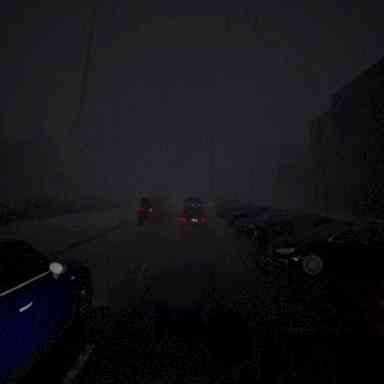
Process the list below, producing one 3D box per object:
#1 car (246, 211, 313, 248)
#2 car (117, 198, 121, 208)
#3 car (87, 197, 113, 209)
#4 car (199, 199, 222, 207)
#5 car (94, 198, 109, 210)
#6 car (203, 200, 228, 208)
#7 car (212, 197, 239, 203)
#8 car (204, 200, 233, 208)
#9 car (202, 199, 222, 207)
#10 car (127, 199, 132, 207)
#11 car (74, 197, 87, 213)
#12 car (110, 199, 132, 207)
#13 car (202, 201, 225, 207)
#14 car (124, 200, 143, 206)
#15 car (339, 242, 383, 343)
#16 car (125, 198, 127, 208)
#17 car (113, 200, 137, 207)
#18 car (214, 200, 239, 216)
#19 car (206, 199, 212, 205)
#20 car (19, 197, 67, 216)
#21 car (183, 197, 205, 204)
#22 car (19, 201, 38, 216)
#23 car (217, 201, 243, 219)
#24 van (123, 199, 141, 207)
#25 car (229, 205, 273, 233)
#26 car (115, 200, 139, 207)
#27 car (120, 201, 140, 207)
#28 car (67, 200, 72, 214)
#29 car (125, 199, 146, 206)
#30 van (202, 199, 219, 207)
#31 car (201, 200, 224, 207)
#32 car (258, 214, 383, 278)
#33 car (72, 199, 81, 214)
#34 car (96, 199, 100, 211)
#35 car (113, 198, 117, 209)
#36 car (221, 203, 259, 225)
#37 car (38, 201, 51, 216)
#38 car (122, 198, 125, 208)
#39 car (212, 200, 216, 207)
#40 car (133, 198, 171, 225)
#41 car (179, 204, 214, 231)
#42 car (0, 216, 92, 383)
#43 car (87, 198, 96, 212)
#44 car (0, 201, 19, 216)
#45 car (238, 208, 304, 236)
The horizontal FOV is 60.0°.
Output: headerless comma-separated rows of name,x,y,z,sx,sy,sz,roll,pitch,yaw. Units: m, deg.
car,4.739,1.611,12.600,4.792,1.488,2.163,0,-1,0
car,-15.716,1.906,57.259,5.566,2.045,2.435,0,-1,0
car,-15.705,1.790,51.750,5.566,2.045,2.435,0,-1,0
car,4.677,2.707,84.710,5.566,2.045,2.435,0,-2,0
car,-15.543,1.988,48.994,5.366,1.575,1.946,0,-1,0
car,4.713,2.446,68.029,5.008,1.535,2.097,0,-2,0
car,4.681,1.680,34.825,4.553,1.767,2.185,0,-1,0
car,4.893,2.276,62.475,5.366,1.575,1.946,0,-2,0
car,4.739,2.671,79.269,4.553,1.767,2.185,0,-2,0
car,-15.794,2.213,68.278,5.566,2.045,2.435,0,-2,0
car,-15.743,1.753,40.726,4.553,1.767,2.185,0,-1,0
car,-15.745,2.509,73.787,4.553,1.767,2.185,0,-2,0
car,4.737,2.654,73.708,4.792,1.488,2.163,0,-2,0
car,-15.840,2.997,90.328,4.553,1.767,2.185,0,-2,0
car,4.707,1.552,4.264,4.674,1.452,2.002,0,0,0
car,-15.791,2.254,65.521,4.553,1.767,2.185,0,-2,0
car,-15.973,2.800,79.296,5.366,1.575,1.946,0,-2,0
car,4.714,1.743,29.275,5.008,1.535,2.097,0,-1,0
car,4.677,1.812,45.947,4.553,1.767,2.185,0,-1,0
car,-15.724,1.527,32.456,5.566,2.045,2.435,0,-1,0
car,0.099,1.608,40.149,2.150,2.045,5.566,0,-1,0
car,-15.680,1.716,26.939,5.008,1.535,2.097,0,-1,0
car,4.703,1.716,26.495,4.892,1.521,2.231,0,-1,0
van,-15.686,2.819,87.575,4.442,1.987,1.878,0,-2,0
car,4.715,1.631,18.033,4.892,1.521,2.231,0,-1,0
car,-15.978,2.882,82.055,5.366,1.575,1.946,0,-2,0
car,-15.795,3.006,84.809,4.674,1.452,2.002,0,-2,0
car,-15.699,1.851,35.209,4.674,1.452,2.002,0,-1,0
car,-15.786,2.947,93.090,5.566,2.045,2.435,0,-2,0
van,4.825,2.817,87.607,4.442,1.987,1.878,0,-2,0
car,4.702,2.711,76.488,5.008,1.535,2.097,0,-2,0
car,4.716,1.559,9.821,4.892,1.521,2.231,0,0,0
car,-15.736,1.874,37.966,4.792,1.488,2.163,0,-1,0
car,-15.720,1.991,46.235,4.674,1.452,2.002,0,-1,0
car,-15.710,1.843,54.507,5.566,2.045,2.435,0,-1,0
car,4.738,1.715,23.717,4.792,1.488,2.163,0,-1,0
car,-15.661,1.776,29.694,4.792,1.488,2.163,0,-1,0
car,-15.784,2.330,62.760,4.792,1.488,2.163,0,-2,0
car,4.679,1.804,32.052,4.792,1.488,2.163,0,-1,0
car,-2.901,1.455,26.362,2.150,2.045,5.566,0,-1,0
car,0.099,1.738,22.130,2.033,1.411,5.357,0,-1,0
car,-2.900,1.386,4.358,2.097,1.767,4.553,0,0,0
car,-15.712,1.913,43.481,5.008,1.535,2.097,0,-1,0
car,-15.649,1.561,24.183,4.553,1.767,2.185,0,-1,0
car,4.707,1.646,15.379,4.674,1.452,2.002,0,-1,0
